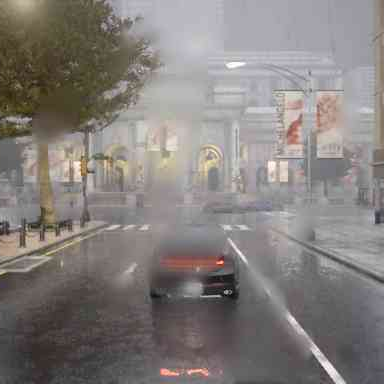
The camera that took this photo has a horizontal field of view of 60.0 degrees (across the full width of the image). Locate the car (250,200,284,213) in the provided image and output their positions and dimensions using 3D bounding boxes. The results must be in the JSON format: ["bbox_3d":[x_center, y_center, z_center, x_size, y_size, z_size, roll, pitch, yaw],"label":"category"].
[{"bbox_3d":[7.836,1.564,36.250,4.181,1.385,1.994,0,0,0],"label":"car"}]

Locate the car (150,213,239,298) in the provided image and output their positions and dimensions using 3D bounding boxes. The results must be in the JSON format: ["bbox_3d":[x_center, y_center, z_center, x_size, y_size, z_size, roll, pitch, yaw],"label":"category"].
[{"bbox_3d":[0.062,1.505,8.476,1.837,1.490,4.892,0,0,0],"label":"car"}]

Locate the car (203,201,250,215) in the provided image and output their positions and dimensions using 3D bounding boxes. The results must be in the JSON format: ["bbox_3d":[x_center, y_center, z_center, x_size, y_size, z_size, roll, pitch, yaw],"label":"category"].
[{"bbox_3d":[3.184,1.564,32.774,4.181,1.385,1.994,0,0,0],"label":"car"}]
